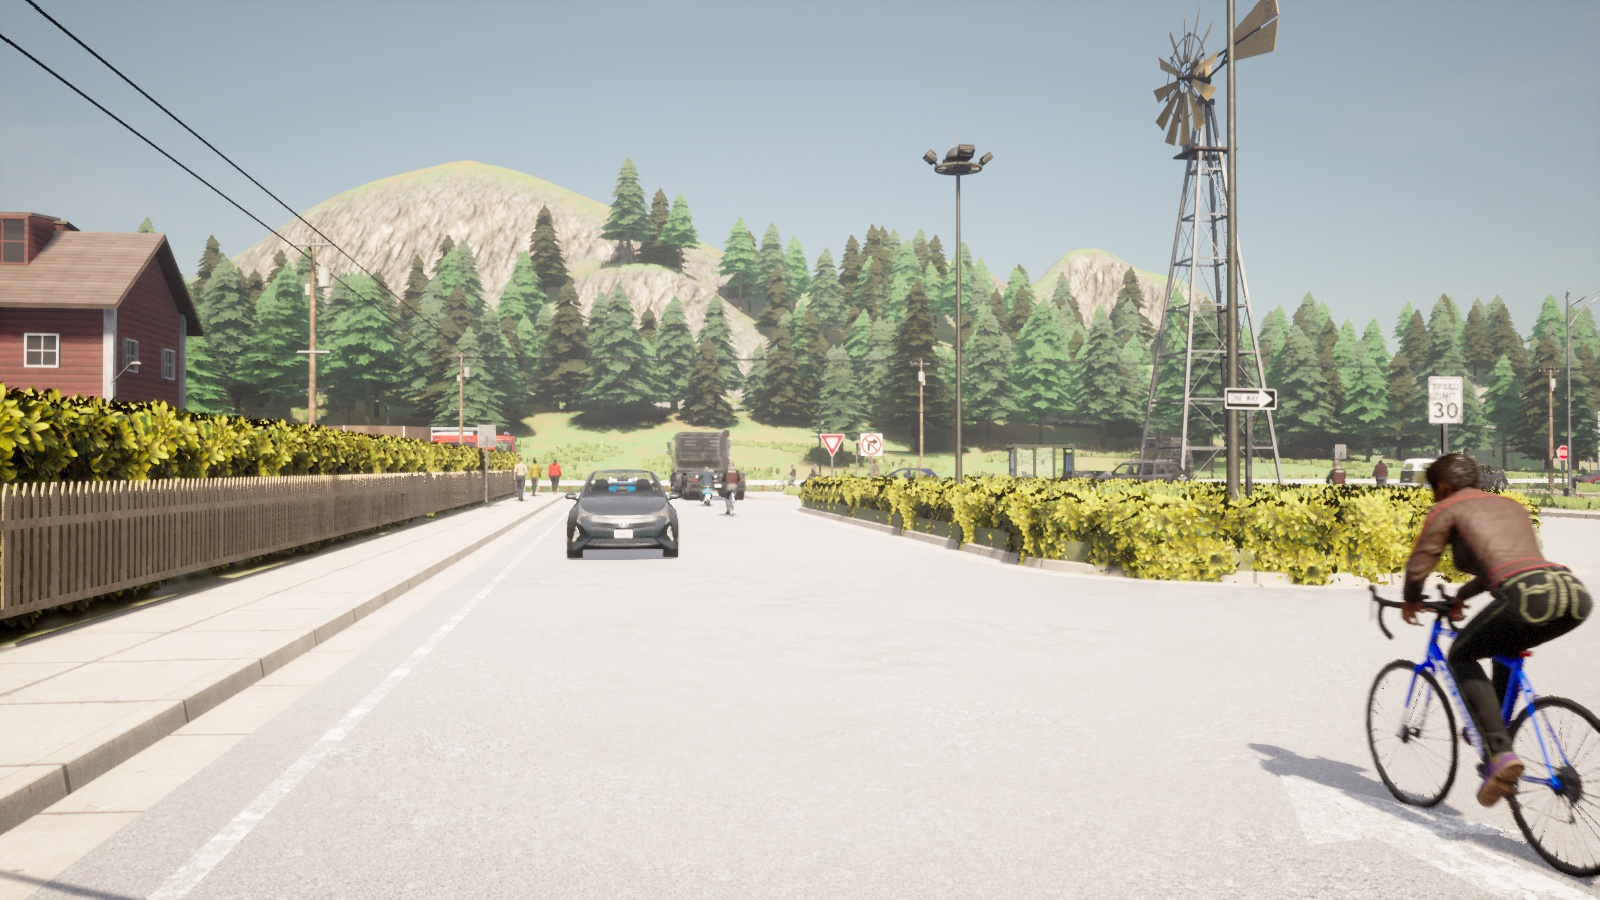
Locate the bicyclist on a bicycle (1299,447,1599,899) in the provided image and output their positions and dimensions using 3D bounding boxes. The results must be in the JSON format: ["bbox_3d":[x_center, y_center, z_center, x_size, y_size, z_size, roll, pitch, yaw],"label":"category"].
[{"bbox_3d":[2.863,0.815,5.373,0.582,1.620,1.656,-1,-1,-8],"label":"bicyclist on a bicycle"}]

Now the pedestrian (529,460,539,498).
[{"bbox_3d":[-12.778,1.396,60.407,0.431,1.840,0.709,0,-1,-11],"label":"pedestrian"}]

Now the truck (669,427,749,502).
[{"bbox_3d":[-4.629,0.712,62.123,2.891,3.462,7.936,0,-1,-12],"label":"truck"}]

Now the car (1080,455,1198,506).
[{"bbox_3d":[13.121,1.174,48.852,1.932,1.855,4.605,0,-1,-24],"label":"car"}]

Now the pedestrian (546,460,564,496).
[{"bbox_3d":[-12.875,1.472,65.964,0.634,1.844,0.899,-1,-1,7],"label":"pedestrian"}]

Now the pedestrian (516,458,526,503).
[{"bbox_3d":[-11.502,1.269,51.789,0.345,1.836,0.594,0,-1,-8],"label":"pedestrian"}]

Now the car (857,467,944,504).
[{"bbox_3d":[4.365,1.522,54.318,3.633,1.501,1.845,-1,-1,7],"label":"car"}]

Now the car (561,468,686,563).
[{"bbox_3d":[-3.211,1.097,22.807,2.007,1.525,4.514,0,-1,-8],"label":"car"}]

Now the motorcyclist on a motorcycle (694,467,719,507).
[{"bbox_3d":[-3.757,1.483,50.554,0.866,1.590,1.817,0,-1,-8],"label":"motorcyclist on a motorcycle"}]

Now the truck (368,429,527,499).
[{"bbox_3d":[-19.820,0.779,70.953,8.468,3.827,2.891,0,-1,-15],"label":"truck"}]

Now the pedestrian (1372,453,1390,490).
[{"bbox_3d":[29.006,1.063,62.674,0.634,1.844,0.899,-1,-1,14],"label":"pedestrian"}]

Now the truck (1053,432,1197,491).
[{"bbox_3d":[19.659,0.689,76.158,7.936,3.462,2.891,0,-1,-8],"label":"truck"}]

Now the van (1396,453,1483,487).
[{"bbox_3d":[40.259,1.255,79.072,4.480,2.038,2.069,0,-1,-8],"label":"van"}]

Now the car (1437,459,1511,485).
[{"bbox_3d":[44.658,1.447,83.228,3.988,1.617,1.851,0,-1,-8],"label":"car"}]
